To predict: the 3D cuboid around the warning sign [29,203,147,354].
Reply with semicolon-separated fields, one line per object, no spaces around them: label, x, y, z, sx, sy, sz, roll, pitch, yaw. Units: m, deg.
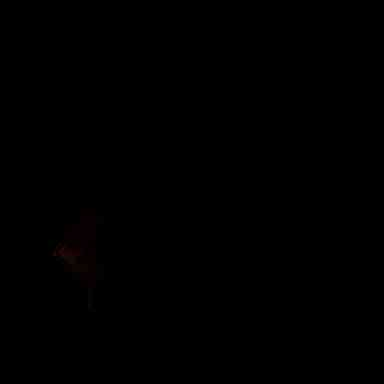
warning sign;-1.537;1.119;5.043;1.060;1.860;1.300;1;0;36
